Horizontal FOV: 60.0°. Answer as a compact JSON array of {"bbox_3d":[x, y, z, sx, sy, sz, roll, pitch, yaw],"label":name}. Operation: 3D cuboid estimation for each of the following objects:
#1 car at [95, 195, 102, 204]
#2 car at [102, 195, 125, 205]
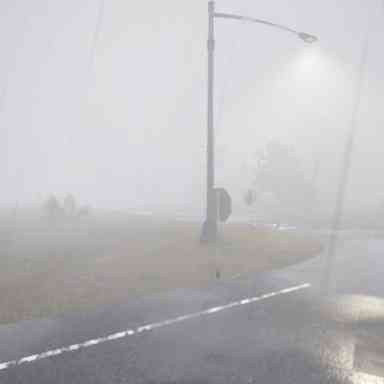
[{"bbox_3d":[-16.314,1.370,60.964,2.128,1.511,4.902,0,0,-34],"label":"car"},{"bbox_3d":[-13.073,1.241,56.235,2.097,1.767,4.553,0,0,-33],"label":"car"}]
